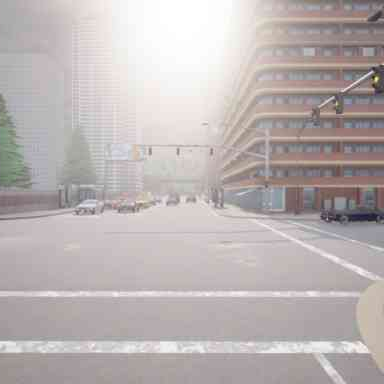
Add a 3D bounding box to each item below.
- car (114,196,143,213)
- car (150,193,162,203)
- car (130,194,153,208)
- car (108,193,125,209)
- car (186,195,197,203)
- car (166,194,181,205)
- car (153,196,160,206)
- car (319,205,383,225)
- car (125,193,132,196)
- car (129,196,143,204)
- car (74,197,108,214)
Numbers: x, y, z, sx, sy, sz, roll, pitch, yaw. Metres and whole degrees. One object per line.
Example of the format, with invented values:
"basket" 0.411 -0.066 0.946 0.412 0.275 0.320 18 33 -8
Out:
"car" -7.145 1.526 37.770 1.812 1.442 4.674 0 0 0
"car" -7.132 1.526 66.812 1.812 1.442 4.674 0 0 0
"car" -7.173 1.477 47.109 1.882 1.535 5.008 0 0 0
"car" -10.669 1.352 43.879 2.097 1.767 4.553 0 0 0
"car" -0.112 1.350 69.683 2.097 1.767 4.553 0 0 0
"car" -3.493 1.547 58.193 2.033 1.411 5.357 0 0 0
"car" -7.175 1.491 56.588 2.128 1.511 4.902 0 0 0
"car" 11.385 1.545 23.200 4.718 1.301 1.895 0 0 -13
"car" -10.679 1.221 53.608 2.150 2.045 5.566 0 0 0
"car" -10.646 1.505 64.025 1.837 1.490 4.892 0 0 0
"car" -10.655 1.526 34.933 1.812 1.442 4.674 0 0 2
